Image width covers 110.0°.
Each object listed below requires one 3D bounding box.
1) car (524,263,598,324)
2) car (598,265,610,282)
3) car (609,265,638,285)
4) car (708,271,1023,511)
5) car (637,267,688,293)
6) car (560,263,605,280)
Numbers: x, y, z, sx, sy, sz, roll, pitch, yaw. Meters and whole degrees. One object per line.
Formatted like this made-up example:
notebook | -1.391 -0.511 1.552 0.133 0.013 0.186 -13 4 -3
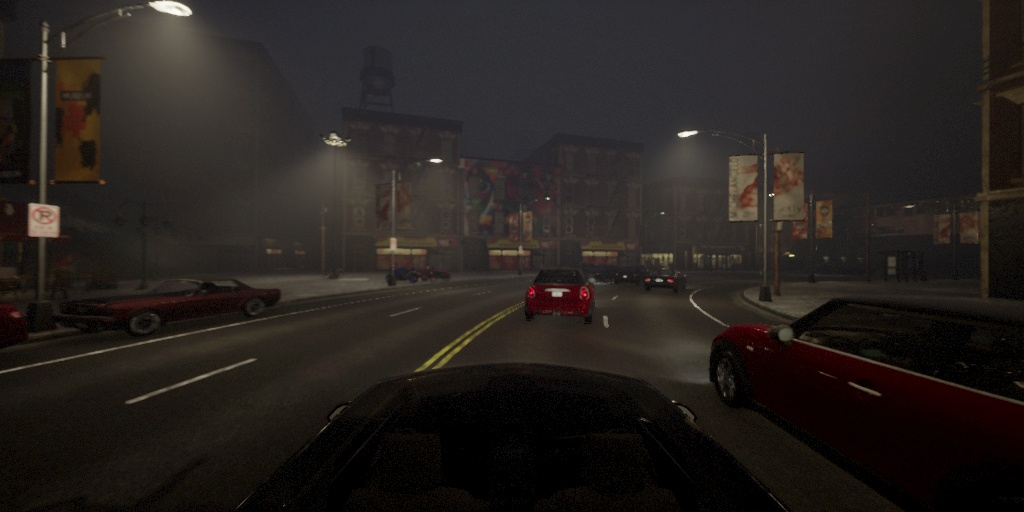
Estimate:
car | 1.839 1.169 12.700 2.097 1.767 4.553 0 0 14
car | 8.129 1.482 31.693 1.812 1.442 4.674 0 -1 45
car | 9.537 1.512 27.751 1.994 1.385 4.181 0 0 39
car | 3.830 1.140 3.358 2.097 1.767 4.553 0 0 3
car | 9.787 1.474 22.685 2.033 1.411 5.357 0 0 33
car | 7.078 1.470 35.481 4.892 1.490 1.837 1 -1 -42
